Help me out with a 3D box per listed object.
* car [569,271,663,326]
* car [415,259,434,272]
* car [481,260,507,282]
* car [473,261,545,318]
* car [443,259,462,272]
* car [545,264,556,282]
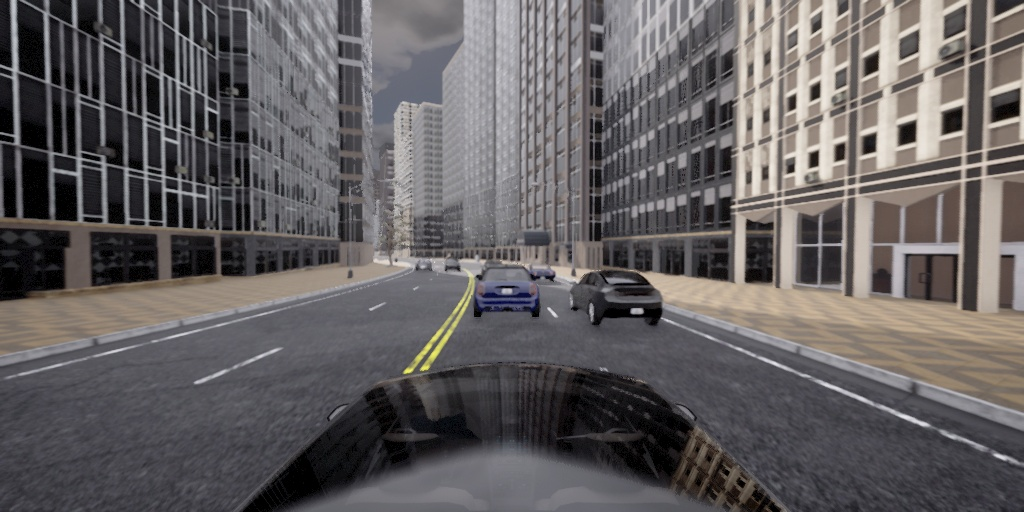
[{"bbox_3d":[3.080,1.210,11.506,1.837,1.490,4.892,0,-1,-2],"label":"car"},{"bbox_3d":[-10.230,1.067,41.808,2.128,1.511,4.902,0,0,-10],"label":"car"},{"bbox_3d":[-1.512,1.135,28.578,1.837,1.490,4.892,0,0,-6],"label":"car"},{"bbox_3d":[-0.237,1.055,12.880,2.097,1.767,4.553,0,0,-2],"label":"car"},{"bbox_3d":[-7.039,1.072,42.411,1.837,1.490,4.892,0,0,-10],"label":"car"},{"bbox_3d":[1.920,1.236,27.196,1.895,1.301,4.718,0,0,-6],"label":"car"}]
